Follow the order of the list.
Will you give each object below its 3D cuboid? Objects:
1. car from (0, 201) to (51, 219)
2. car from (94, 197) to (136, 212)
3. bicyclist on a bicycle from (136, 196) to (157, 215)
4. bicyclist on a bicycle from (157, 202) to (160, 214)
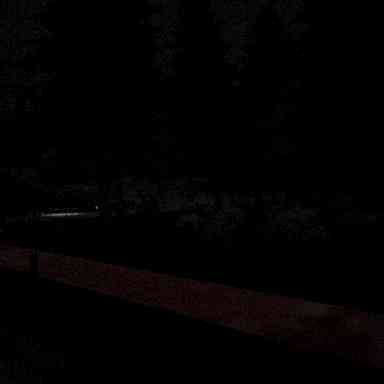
[{"bbox_3d":[-14.331,1.438,27.403,1.895,1.301,4.718,0,0,35],"label":"car"},{"bbox_3d":[-8.278,1.329,35.889,2.128,1.511,4.902,0,0,36],"label":"car"},{"bbox_3d":[-4.072,1.141,28.424,1.656,1.620,0.582,0,0,15],"label":"bicyclist on a bicycle"},{"bbox_3d":[-3.511,1.142,28.907,1.656,1.620,0.582,0,0,22],"label":"bicyclist on a bicycle"}]
